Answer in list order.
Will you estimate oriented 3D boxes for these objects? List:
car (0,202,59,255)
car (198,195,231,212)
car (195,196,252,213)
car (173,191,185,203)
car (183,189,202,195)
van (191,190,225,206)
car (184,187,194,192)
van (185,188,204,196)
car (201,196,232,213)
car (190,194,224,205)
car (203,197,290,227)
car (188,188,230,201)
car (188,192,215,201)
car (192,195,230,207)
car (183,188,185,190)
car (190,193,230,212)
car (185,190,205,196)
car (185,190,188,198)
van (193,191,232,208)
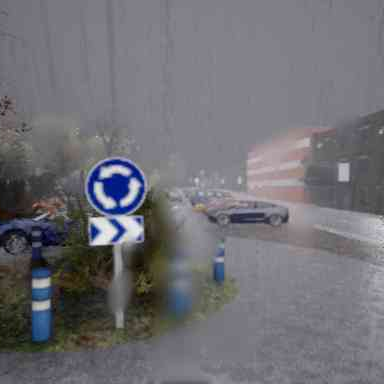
[{"bbox_3d":[-4.425,1.221,11.994,5.008,1.535,1.882,0,-1,-20],"label":"car"},{"bbox_3d":[3.086,1.218,25.402,4.674,1.452,2.002,0,0,-3],"label":"car"},{"bbox_3d":[2.847,1.140,31.049,5.008,1.535,2.097,0,0,-2],"label":"car"},{"bbox_3d":[-2.481,0.981,52.158,1.895,1.301,4.718,0,1,-2],"label":"car"},{"bbox_3d":[0.132,-0.099,93.162,5.008,1.535,2.097,0,1,-3],"label":"car"},{"bbox_3d":[2.114,0.816,45.036,4.442,1.987,1.878,0,1,-3],"label":"van"},{"bbox_3d":[1.206,0.396,67.758,4.553,1.767,2.185,0,1,-3],"label":"car"},{"bbox_3d":[0.628,0.021,79.040,4.442,1.987,1.878,0,1,-3],"label":"van"},{"bbox_3d":[3.210,1.237,22.580,4.674,1.452,2.002,0,0,-3],"label":"car"},{"bbox_3d":[2.096,1.038,47.999,4.674,1.452,2.002,0,1,-3],"label":"car"},{"bbox_3d":[3.307,1.245,19.754,4.792,1.488,2.163,0,0,-3],"label":"car"},{"bbox_3d":[2.625,0.851,36.694,5.566,2.045,2.435,0,0,-2],"label":"car"},{"bbox_3d":[1.603,0.768,59.297,4.674,1.452,2.002,0,1,-3],"label":"car"},{"bbox_3d":[2.344,1.105,42.340,4.674,1.452,2.002,0,0,-3],"label":"car"},{"bbox_3d":[1.298,0.452,70.592,5.366,1.575,1.946,0,1,-3],"label":"car"},{"bbox_3d":[2.780,1.154,28.217,5.366,1.575,1.946,0,0,-3],"label":"car"},{"bbox_3d":[0.649,0.208,81.875,4.792,1.488,2.163,0,1,-3],"label":"car"},{"bbox_3d":[1.858,0.865,53.652,5.008,1.535,2.097,0,1,-3],"label":"car"},{"bbox_3d":[2.356,0.857,39.510,4.442,1.987,1.878,0,0,-3],"label":"van"}]
